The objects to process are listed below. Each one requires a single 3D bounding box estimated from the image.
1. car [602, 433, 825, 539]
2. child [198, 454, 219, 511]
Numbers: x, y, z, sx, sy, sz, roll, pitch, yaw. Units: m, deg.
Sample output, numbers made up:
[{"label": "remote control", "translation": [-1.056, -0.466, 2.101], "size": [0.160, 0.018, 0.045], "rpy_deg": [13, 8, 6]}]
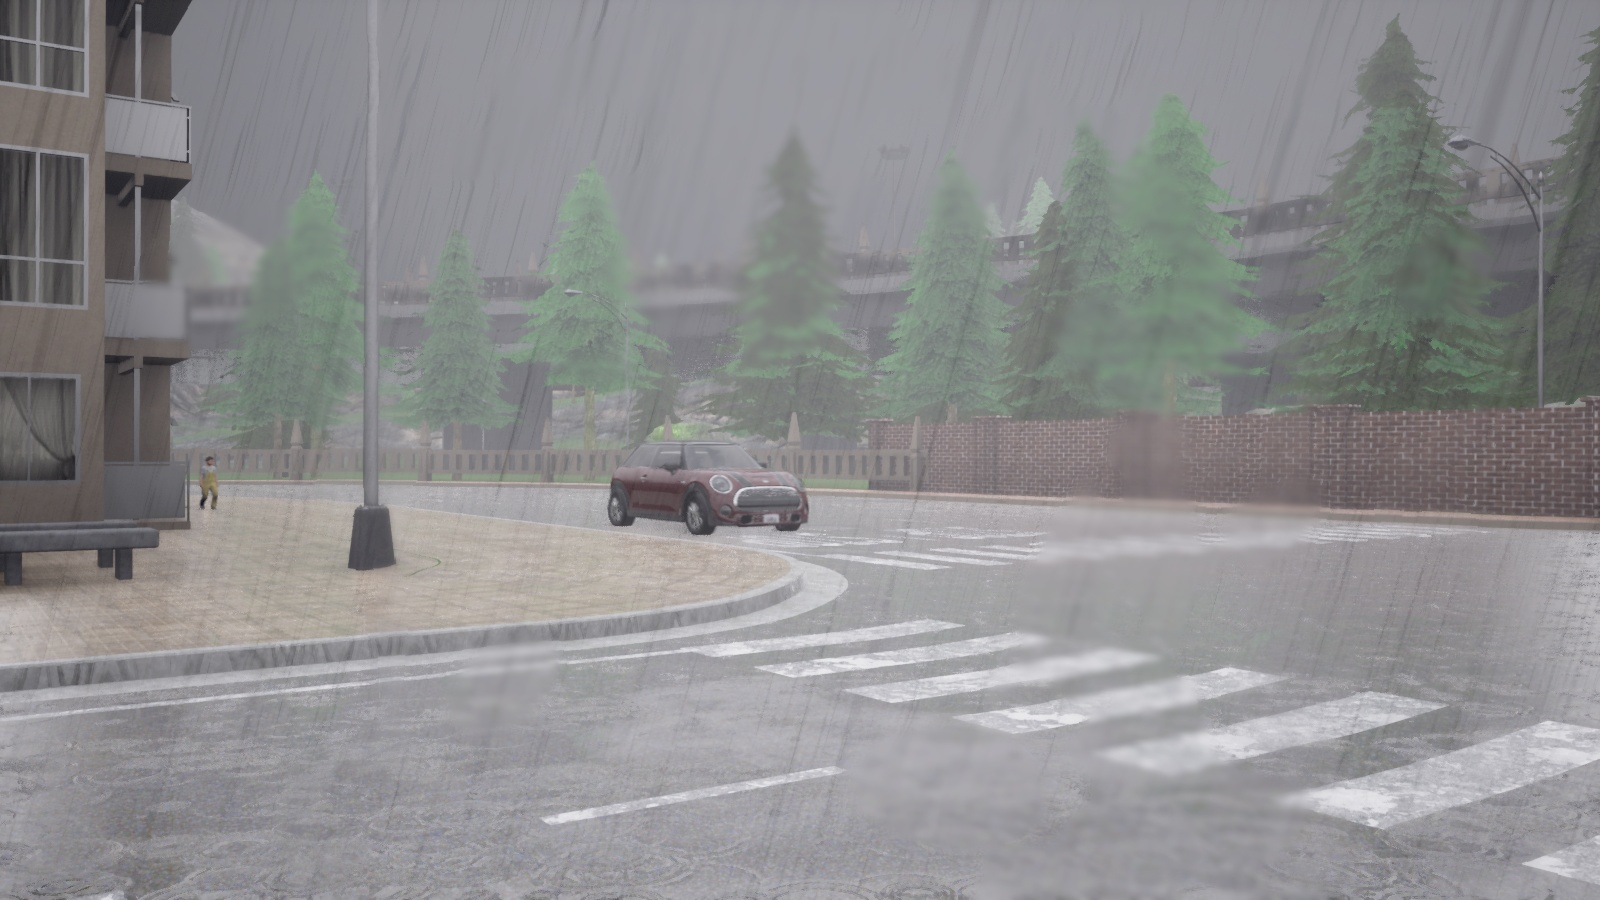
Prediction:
[{"label": "car", "translation": [-1.729, 0.609, 23.389], "size": [2.097, 1.767, 4.553], "rpy_deg": [0, 0, -35]}, {"label": "child", "translation": [-13.148, 0.720, 27.916], "size": [0.437, 1.263, 0.270], "rpy_deg": [0, 0, 41]}]
